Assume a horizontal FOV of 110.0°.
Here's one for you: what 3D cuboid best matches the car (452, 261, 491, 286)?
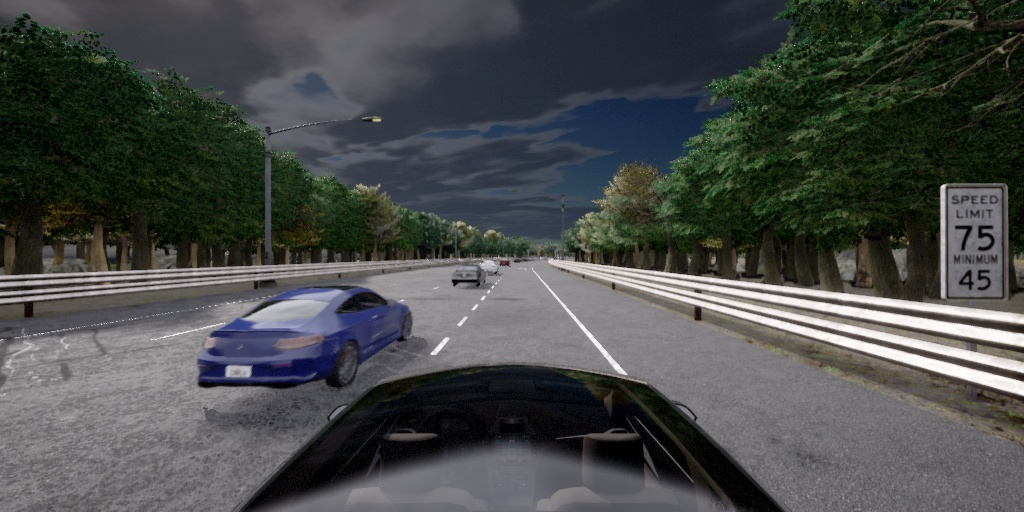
[{"bbox_3d":[-2.918,1.293,24.976,2.033,1.411,5.357,0,0,1],"label":"car"}]

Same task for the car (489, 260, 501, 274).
[{"bbox_3d":[-2.548,1.276,40.376,1.812,1.442,4.674,0,0,1],"label":"car"}]

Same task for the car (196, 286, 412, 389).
[{"bbox_3d":[-3.358,1.282,6.777,1.812,1.442,4.674,0,0,1],"label":"car"}]
